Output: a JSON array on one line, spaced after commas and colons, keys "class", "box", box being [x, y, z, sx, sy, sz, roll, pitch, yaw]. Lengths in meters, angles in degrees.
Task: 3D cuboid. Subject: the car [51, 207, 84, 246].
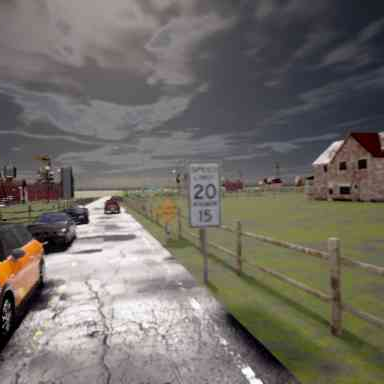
[{"class": "car", "box": [-6.682, 1.705, 16.166, 2.033, 1.411, 5.357, -1, 0, -14]}]

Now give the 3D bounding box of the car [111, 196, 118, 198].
[{"class": "car", "box": [-12.055, 1.771, 49.895, 1.882, 1.535, 5.008, -1, 0, -14]}]

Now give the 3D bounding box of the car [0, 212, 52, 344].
[{"class": "car", "box": [-4.196, 1.453, 6.237, 2.097, 1.767, 4.553, -1, 0, -14]}]

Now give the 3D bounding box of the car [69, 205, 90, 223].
[{"class": "car", "box": [-9.401, 1.787, 27.120, 1.994, 1.385, 4.181, -1, 0, -14]}]

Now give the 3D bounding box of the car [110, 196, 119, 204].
[{"class": "car", "box": [-18.541, 1.837, 79.488, 2.097, 1.767, 4.553, -1, 0, -14]}]

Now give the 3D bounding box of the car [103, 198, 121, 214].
[{"class": "car", "box": [-9.511, 1.751, 39.713, 1.812, 1.442, 4.674, -1, 0, -14]}]

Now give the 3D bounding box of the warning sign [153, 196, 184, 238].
[{"class": "warning sign", "box": [-1.137, 1.133, 15.821, 1.300, 1.860, 1.060, -1, 1, -14]}]
